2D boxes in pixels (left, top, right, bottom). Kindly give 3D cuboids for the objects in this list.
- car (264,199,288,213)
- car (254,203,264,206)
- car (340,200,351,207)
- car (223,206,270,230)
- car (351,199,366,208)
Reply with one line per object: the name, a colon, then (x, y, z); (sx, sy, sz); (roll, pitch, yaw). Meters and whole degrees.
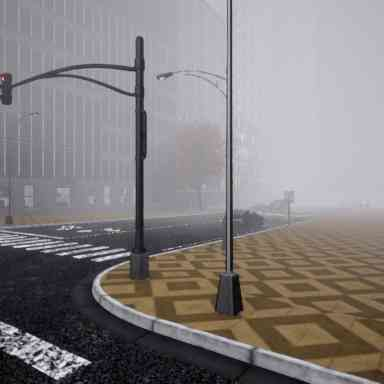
car: (13.776, 2.158, 52.262); (2.150, 2.045, 5.566); (0, -1, 33)
car: (11.061, 2.497, 54.048); (1.994, 1.385, 4.181); (0, -1, 33)
car: (39.560, 3.205, 86.117); (2.033, 1.411, 5.357); (0, -1, 33)
car: (3.987, 2.012, 25.187); (1.994, 1.385, 4.181); (0, -1, 33)
car: (42.288, 3.147, 84.351); (1.882, 1.535, 5.008); (0, -1, 33)
